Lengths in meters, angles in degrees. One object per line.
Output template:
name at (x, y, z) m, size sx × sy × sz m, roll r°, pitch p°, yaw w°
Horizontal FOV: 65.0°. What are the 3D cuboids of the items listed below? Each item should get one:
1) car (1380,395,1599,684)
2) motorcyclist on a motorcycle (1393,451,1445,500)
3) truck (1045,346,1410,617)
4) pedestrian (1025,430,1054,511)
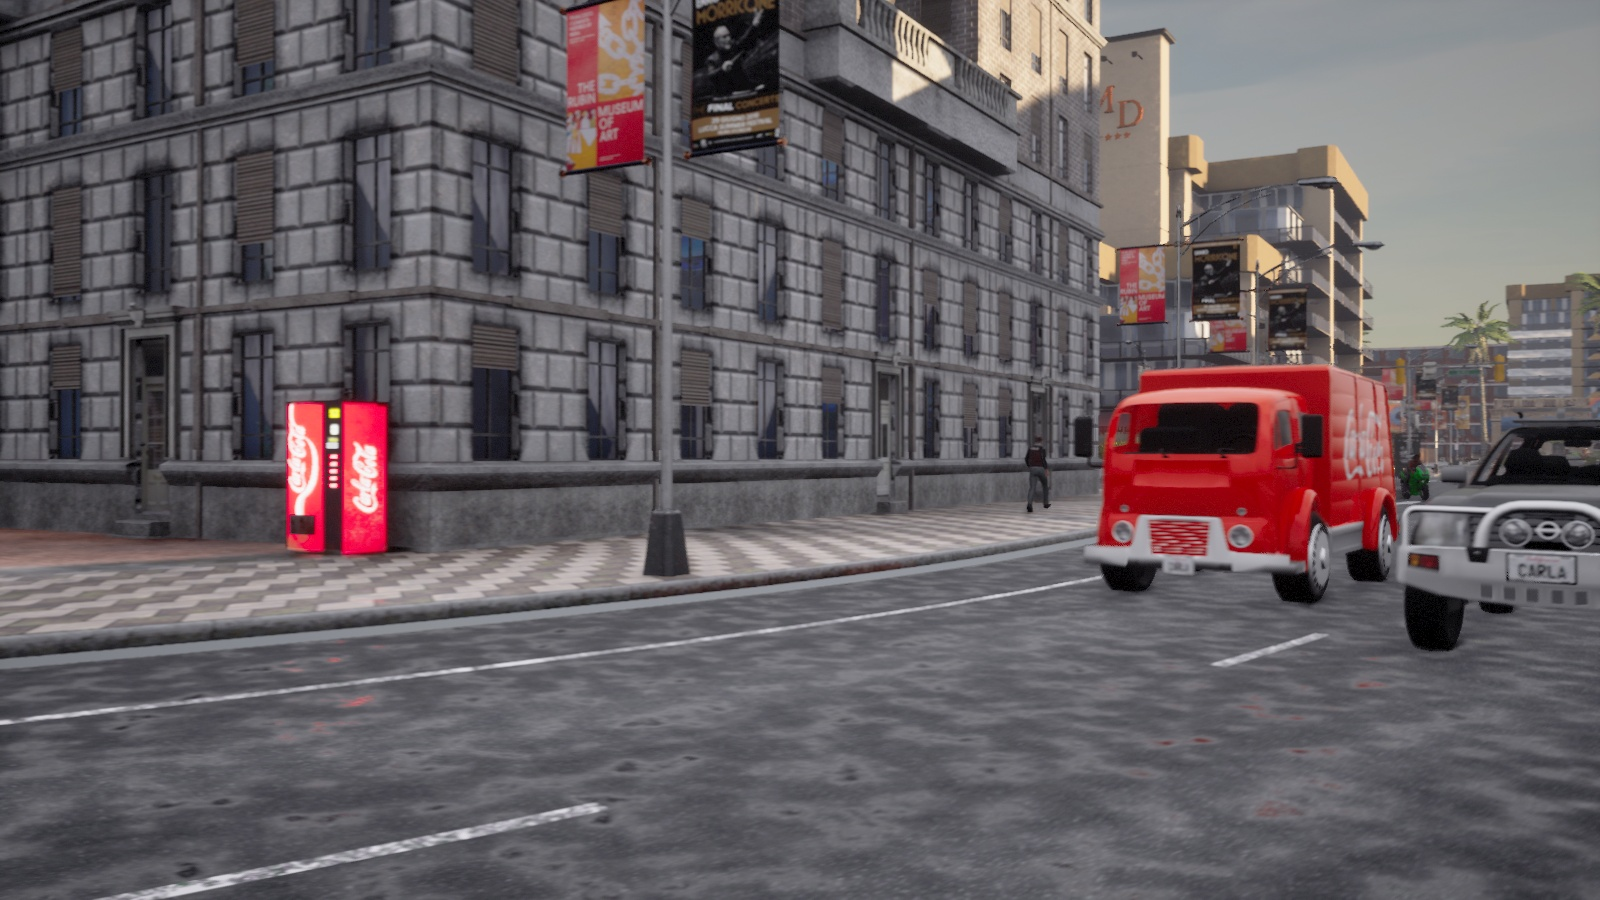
car at (6.268, 0.577, 10.100) m, size 1.932 × 1.855 × 4.605 m, roll 0°, pitch 0°, yaw 38°
motorcyclist on a motorcycle at (19.973, 0.802, 40.561) m, size 0.797 × 1.523 × 2.044 m, roll -2°, pitch 0°, yaw 5°
truck at (5.078, 0.290, 14.312) m, size 2.627 × 2.467 × 5.204 m, roll 0°, pitch 0°, yaw 35°
pedestrian at (5.559, 0.478, 29.123) m, size 0.376 × 1.854 × 0.720 m, roll 0°, pitch 0°, yaw 37°
